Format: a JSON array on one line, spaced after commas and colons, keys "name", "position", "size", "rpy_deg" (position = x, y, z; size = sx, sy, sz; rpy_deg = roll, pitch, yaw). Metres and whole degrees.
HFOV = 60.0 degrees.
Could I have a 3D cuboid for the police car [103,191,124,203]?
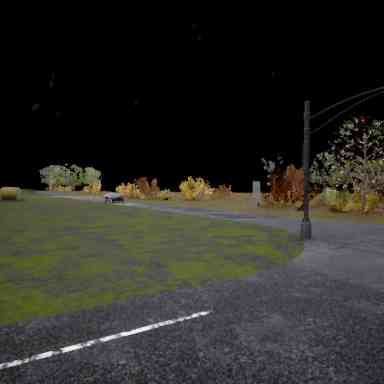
[{"name": "police car", "position": [-11.663, 0.736, 49.702], "size": [1.930, 1.638, 5.238], "rpy_deg": [1, 0, -32]}]
